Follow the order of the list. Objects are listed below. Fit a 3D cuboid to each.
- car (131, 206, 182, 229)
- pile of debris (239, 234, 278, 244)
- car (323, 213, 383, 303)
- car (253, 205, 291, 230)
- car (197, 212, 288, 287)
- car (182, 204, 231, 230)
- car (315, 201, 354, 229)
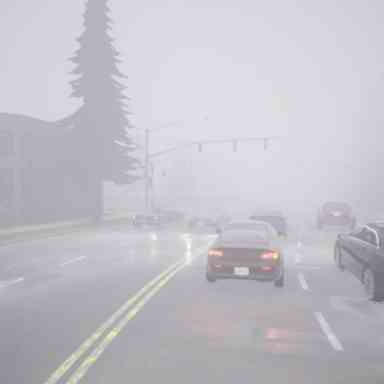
[{"bbox_3d":[-2.075,1.594,21.658,1.895,1.301,4.718,0,0,19],"label":"car"},{"bbox_3d":[3.120,2.152,15.360,1.500,0.140,1.860,0,0,19],"label":"pile of debris"},{"bbox_3d":[4.788,1.485,7.978,2.128,1.511,4.902,0,0,12],"label":"car"},{"bbox_3d":[4.288,1.451,18.160,1.882,1.535,5.008,0,0,19],"label":"car"},{"bbox_3d":[1.570,1.511,9.307,1.812,1.442,4.674,0,0,13],"label":"car"},{"bbox_3d":[1.235,1.491,20.518,1.812,1.442,4.674,0,0,19],"label":"car"},{"bbox_3d":[9.045,1.333,21.204,2.097,1.767,4.553,0,0,19],"label":"car"}]
